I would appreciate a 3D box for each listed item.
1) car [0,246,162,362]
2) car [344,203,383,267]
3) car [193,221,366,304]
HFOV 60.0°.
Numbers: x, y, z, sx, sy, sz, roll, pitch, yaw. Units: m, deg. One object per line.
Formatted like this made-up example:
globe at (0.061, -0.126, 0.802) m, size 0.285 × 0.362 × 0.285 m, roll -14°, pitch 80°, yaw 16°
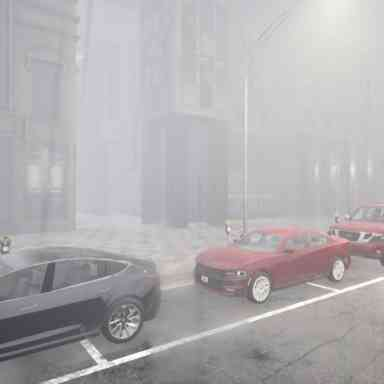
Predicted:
car at (-2.498, 1.566, 4.864) m, size 4.313 × 1.339 × 1.947 m, roll 0°, pitch 0°, yaw -36°
car at (6.671, 1.315, 11.420) m, size 5.009 × 1.841 × 2.192 m, roll 0°, pitch 0°, yaw -36°
car at (2.086, 1.545, 8.142) m, size 4.507 × 1.381 × 1.887 m, roll 0°, pitch 0°, yaw -36°
